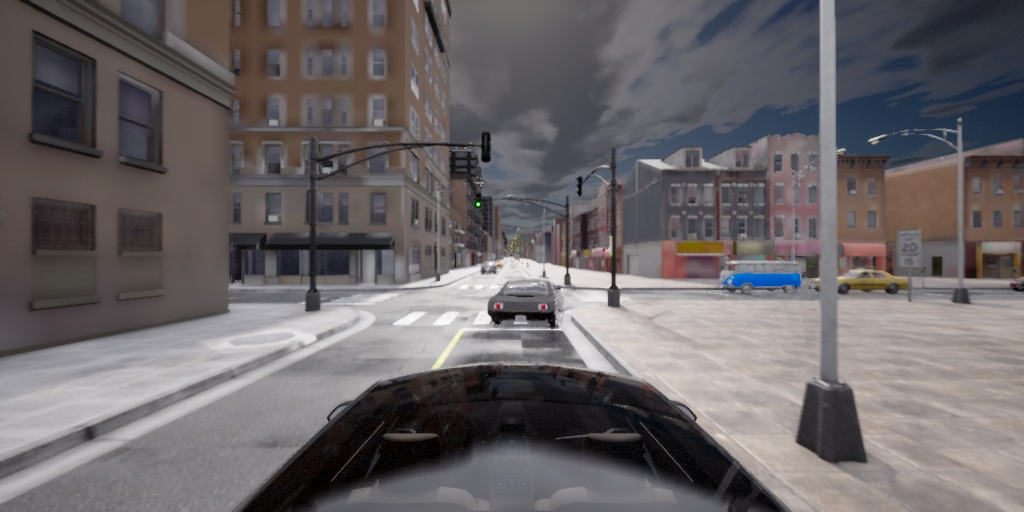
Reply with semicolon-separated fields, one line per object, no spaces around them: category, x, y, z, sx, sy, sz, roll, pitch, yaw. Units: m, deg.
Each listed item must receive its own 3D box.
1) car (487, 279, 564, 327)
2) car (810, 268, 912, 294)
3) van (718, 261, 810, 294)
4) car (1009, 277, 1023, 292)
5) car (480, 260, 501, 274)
car;0.643;1.391;11.792;1.895;1.301;4.718;0;0;10
car;19.192;1.340;19.967;4.829;1.417;1.751;0;0;0
van;13.750;1.159;19.979;3.998;1.789;1.690;0;0;0
car;30.586;1.388;19.942;4.207;1.307;1.802;0;0;0
car;-2.820;1.457;43.947;2.128;1.511;4.902;0;0;0
